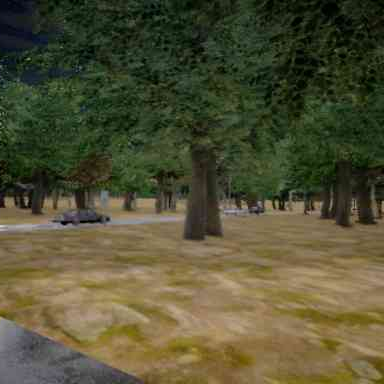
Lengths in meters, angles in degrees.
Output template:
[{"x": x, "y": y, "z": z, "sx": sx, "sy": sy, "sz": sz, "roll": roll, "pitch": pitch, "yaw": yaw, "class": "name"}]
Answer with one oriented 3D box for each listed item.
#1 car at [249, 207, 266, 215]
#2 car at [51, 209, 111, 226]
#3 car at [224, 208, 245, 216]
[{"x": 12.623, "y": 3.594, "z": 64.146, "sx": 1.837, "sy": 1.490, "sz": 4.892, "roll": -1, "pitch": -3, "yaw": 33, "class": "car"}, {"x": -9.799, "y": 2.253, "z": 29.775, "sx": 2.033, "sy": 1.411, "sz": 5.357, "roll": -1, "pitch": -2, "yaw": 33, "class": "car"}, {"x": 7.175, "y": 3.307, "z": 55.727, "sx": 1.895, "sy": 1.301, "sz": 4.718, "roll": -1, "pitch": -3, "yaw": 34, "class": "car"}]
